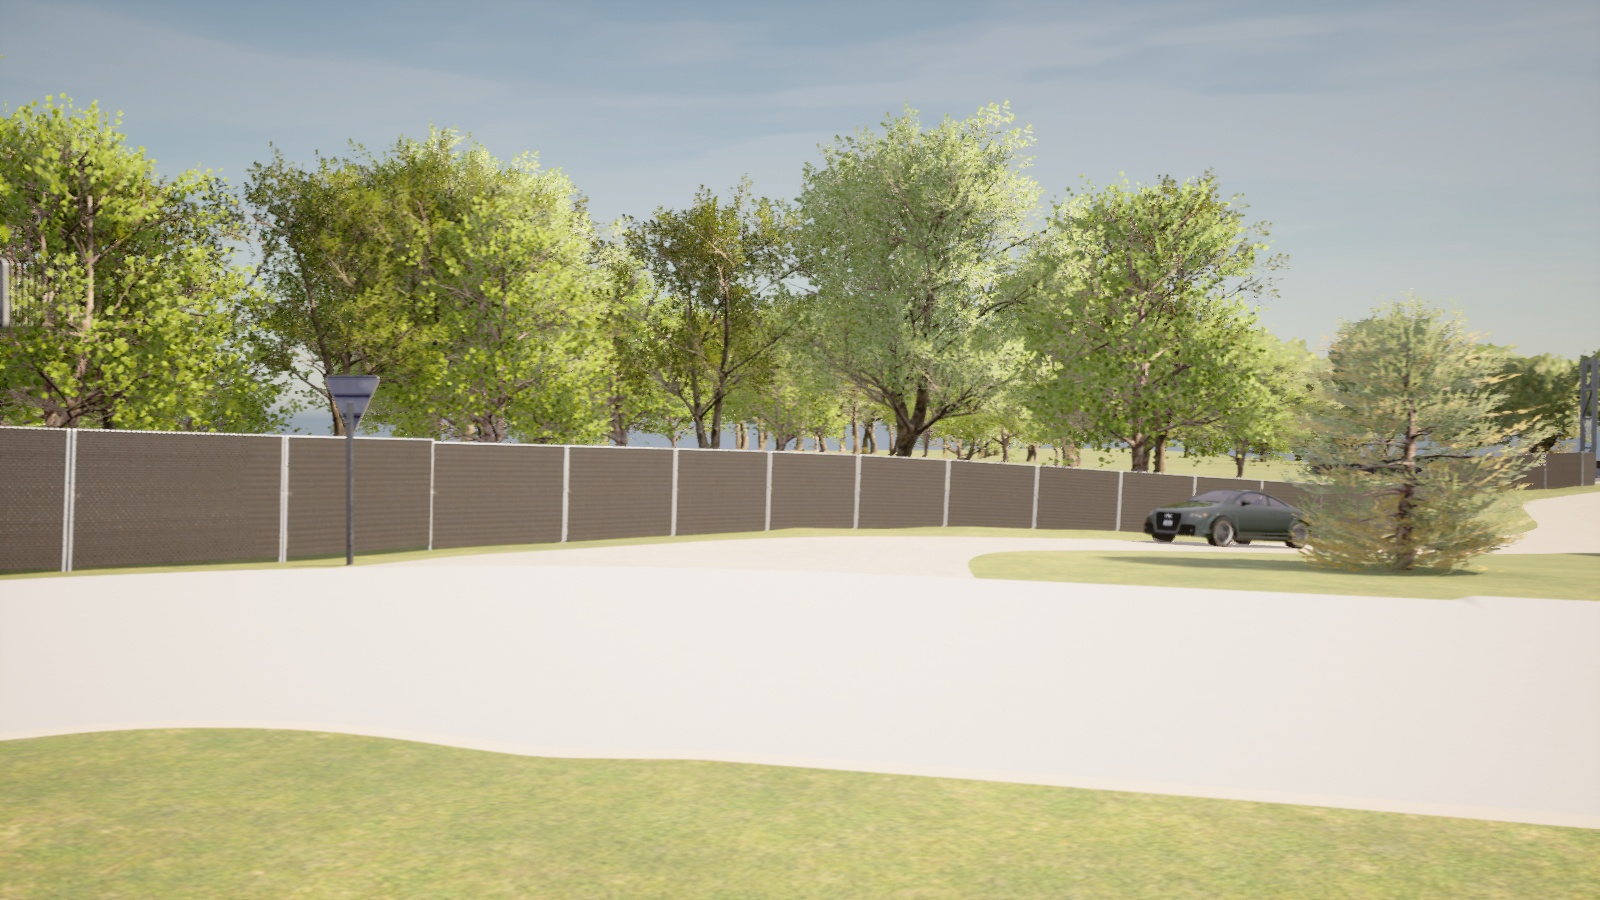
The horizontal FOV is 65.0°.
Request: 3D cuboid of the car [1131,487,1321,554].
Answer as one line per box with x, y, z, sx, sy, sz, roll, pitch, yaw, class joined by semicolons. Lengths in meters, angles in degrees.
10.287;1.704;30.318;4.181;1.385;1.994;4;-2;-29;car
